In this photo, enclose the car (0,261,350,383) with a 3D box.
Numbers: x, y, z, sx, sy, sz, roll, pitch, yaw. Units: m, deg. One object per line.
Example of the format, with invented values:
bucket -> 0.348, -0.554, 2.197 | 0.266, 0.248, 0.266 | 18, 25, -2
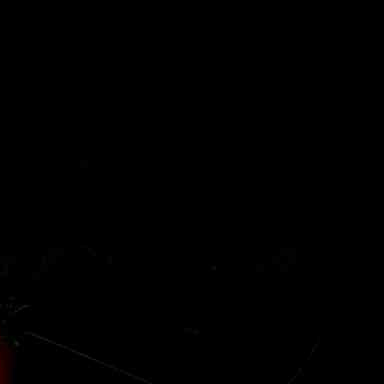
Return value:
car -> -0.709, 1.446, 3.317 | 4.097, 1.590, 1.967 | 0, 0, 36
